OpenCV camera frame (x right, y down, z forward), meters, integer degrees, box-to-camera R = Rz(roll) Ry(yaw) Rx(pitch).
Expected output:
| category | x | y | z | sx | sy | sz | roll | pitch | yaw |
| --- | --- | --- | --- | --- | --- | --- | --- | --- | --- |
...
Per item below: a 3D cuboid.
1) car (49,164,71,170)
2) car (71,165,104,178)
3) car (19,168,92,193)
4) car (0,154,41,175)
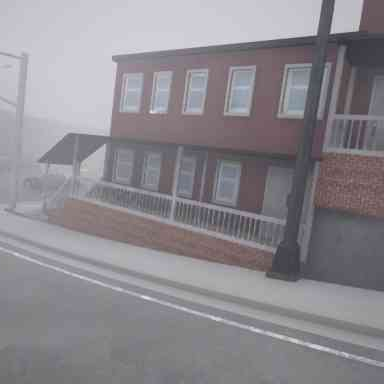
| category | x | y | z | sx | sy | sz | roll | pitch | yaw |
| --- | --- | --- | --- | --- | --- | --- | --- | --- | --- |
| car | -15.844 | -3.029 | 42.390 | 1.837 | 1.490 | 4.892 | 11 | 7 | 35 |
| car | -12.073 | -2.493 | 41.705 | 1.882 | 1.535 | 5.008 | 11 | 7 | 35 |
| car | -10.537 | -0.738 | 25.809 | 1.812 | 1.442 | 4.674 | 11 | 7 | 35 |
| car | -18.013 | -2.752 | 33.390 | 2.150 | 2.045 | 5.566 | 11 | 7 | 36 |
